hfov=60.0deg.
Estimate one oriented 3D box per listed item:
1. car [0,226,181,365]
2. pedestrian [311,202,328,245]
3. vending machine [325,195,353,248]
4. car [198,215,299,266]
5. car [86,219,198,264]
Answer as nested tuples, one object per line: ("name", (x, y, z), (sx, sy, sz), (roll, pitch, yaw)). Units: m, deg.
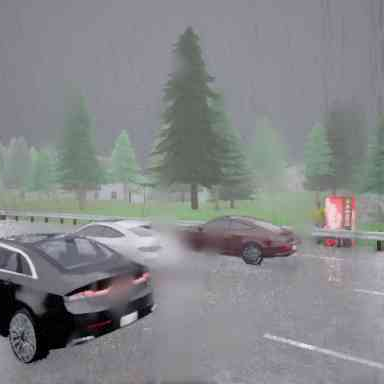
("car", (-2.843, 1.491, 5.843), (4.902, 1.511, 2.128), (0, 0, 34))
("pedestrian", (5.340, 1.293, 13.945), (0.375, 1.860, 0.375), (0, 0, 35))
("vending machine", (6.266, 1.195, 14.133), (0.880, 2.100, 1.100), (0, 0, 35))
("car", (1.267, 1.525, 11.512), (4.674, 1.442, 1.812), (0, 0, 35))
("car", (-2.356, 1.525, 9.724), (4.674, 1.442, 1.812), (0, 0, 34))
